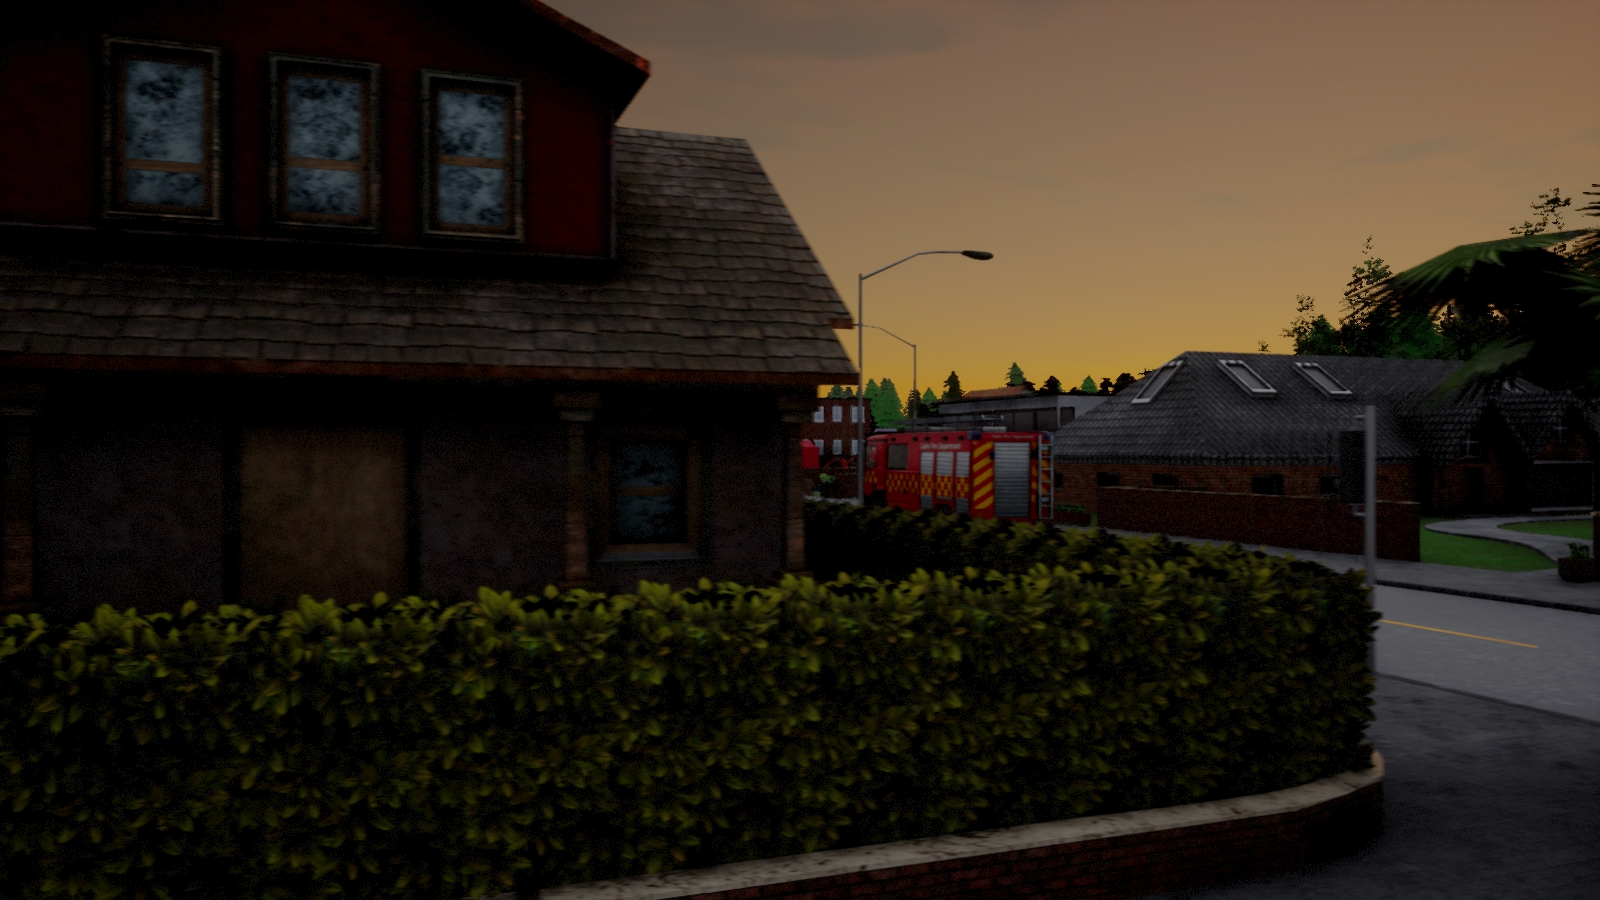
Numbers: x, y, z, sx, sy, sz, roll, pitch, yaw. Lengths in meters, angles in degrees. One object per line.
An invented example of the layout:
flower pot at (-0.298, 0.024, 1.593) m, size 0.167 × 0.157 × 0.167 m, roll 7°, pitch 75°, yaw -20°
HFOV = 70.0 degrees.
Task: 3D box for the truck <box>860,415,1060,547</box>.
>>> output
truck at (4.966, 0.893, 37.581) m, size 2.891 × 3.827 × 8.468 m, roll 0°, pitch 0°, yaw -20°
